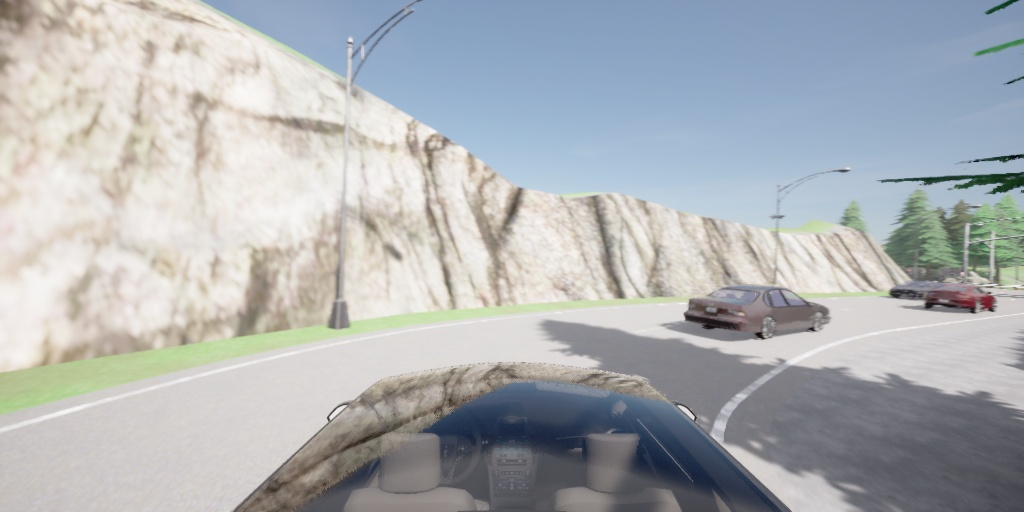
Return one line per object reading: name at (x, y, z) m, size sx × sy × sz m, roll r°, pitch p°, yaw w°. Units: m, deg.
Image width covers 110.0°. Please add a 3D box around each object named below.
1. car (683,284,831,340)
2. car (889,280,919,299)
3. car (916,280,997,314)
car at (7.662, 1.609, 11.086) m, size 5.357 × 1.411 × 2.033 m, roll 2°, pitch 0°, yaw -29°
car at (30.172, 2.508, 26.495) m, size 5.357 × 1.411 × 2.033 m, roll 2°, pitch 0°, yaw -26°
car at (24.501, 2.254, 19.617) m, size 4.674 × 1.442 × 1.812 m, roll 2°, pitch 0°, yaw -26°
